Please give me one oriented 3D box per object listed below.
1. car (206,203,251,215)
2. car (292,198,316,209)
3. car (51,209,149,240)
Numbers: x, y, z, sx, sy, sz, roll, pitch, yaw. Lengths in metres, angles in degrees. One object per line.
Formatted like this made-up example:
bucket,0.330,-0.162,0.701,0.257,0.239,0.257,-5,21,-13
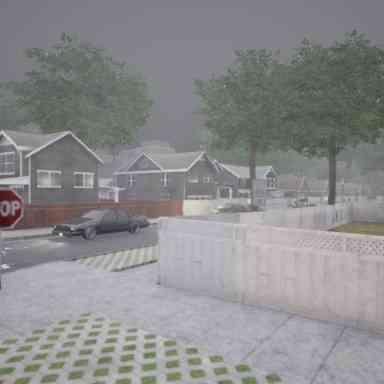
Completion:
car,3.311,1.701,28.935,2.033,1.411,5.357,0,0,35
car,15.425,1.638,45.758,2.097,1.767,4.553,0,0,35
car,-4.629,1.618,17.813,2.033,1.411,5.357,0,0,35
